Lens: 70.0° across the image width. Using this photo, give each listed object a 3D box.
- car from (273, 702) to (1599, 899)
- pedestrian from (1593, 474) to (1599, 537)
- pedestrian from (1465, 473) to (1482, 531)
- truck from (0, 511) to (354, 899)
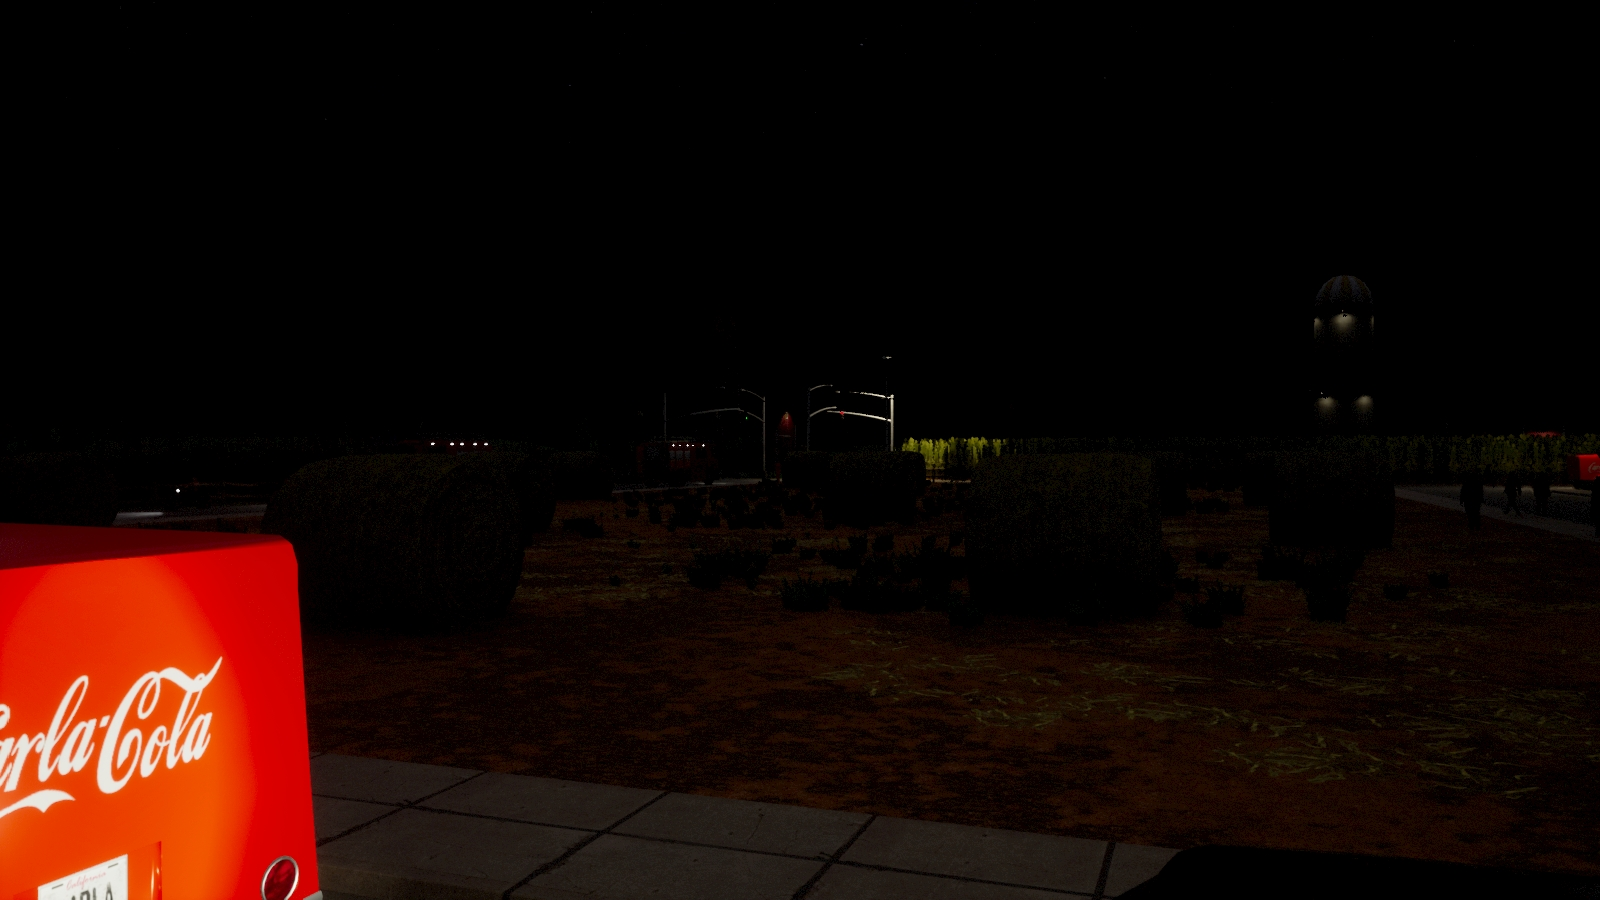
[{"bbox_3d":[1.269,1.906,2.870,4.553,1.767,2.097,0,0,20],"label":"car"},{"bbox_3d":[24.115,1.665,34.321,0.375,1.860,0.375,0,0,-32],"label":"pedestrian"},{"bbox_3d":[21.637,1.667,36.694,0.375,1.860,0.375,0,0,12],"label":"pedestrian"},{"bbox_3d":[-5.033,1.572,5.132,5.204,2.467,2.627,0,0,20],"label":"truck"}]
